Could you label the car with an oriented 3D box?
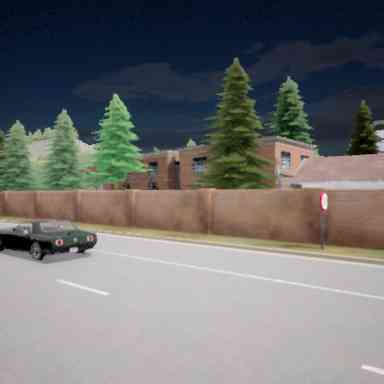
[{"bbox_3d":[-5.826,1.704,12.777,4.718,1.301,1.895,0,-1,37],"label":"car"}]
